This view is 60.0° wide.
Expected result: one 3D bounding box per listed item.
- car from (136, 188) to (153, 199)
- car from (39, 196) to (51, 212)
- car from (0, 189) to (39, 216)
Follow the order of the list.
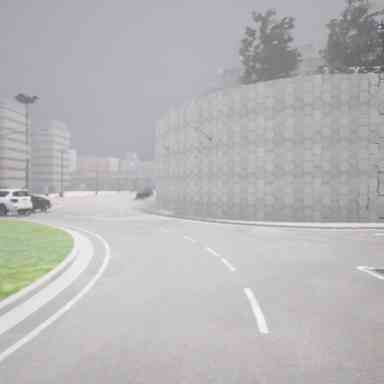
[{"bbox_3d":[-8.960,0.550,61.054,1.837,1.490,4.892,0,1,4],"label":"car"},{"bbox_3d":[-14.994,1.029,29.729,4.892,1.490,1.837,0,0,15],"label":"car"},{"bbox_3d":[-15.473,0.796,26.439,5.566,2.045,2.150,0,0,16],"label":"car"}]
